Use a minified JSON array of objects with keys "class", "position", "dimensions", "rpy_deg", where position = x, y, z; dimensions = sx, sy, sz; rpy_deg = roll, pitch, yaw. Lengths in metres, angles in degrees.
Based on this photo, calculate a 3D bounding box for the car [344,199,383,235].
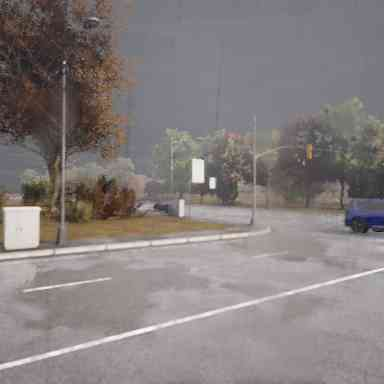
[{"class":"car","position":[11.227,1.435,18.267],"dimensions":[2.150,2.045,5.566],"rpy_deg":[1,0,-32]}]

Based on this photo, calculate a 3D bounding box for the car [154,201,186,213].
[{"class":"car","position":[-2.809,1.753,40.528],"dimensions":[2.033,1.411,5.357],"rpy_deg":[1,0,-32]}]
